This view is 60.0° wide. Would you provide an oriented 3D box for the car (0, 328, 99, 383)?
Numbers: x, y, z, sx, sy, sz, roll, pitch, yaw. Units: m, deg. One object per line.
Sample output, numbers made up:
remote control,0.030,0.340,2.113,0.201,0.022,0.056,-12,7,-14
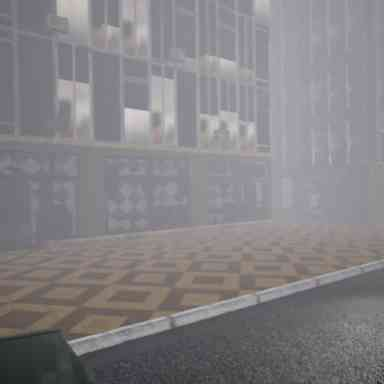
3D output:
car,-2.753,1.613,1.406,4.718,1.301,1.895,0,0,-35
